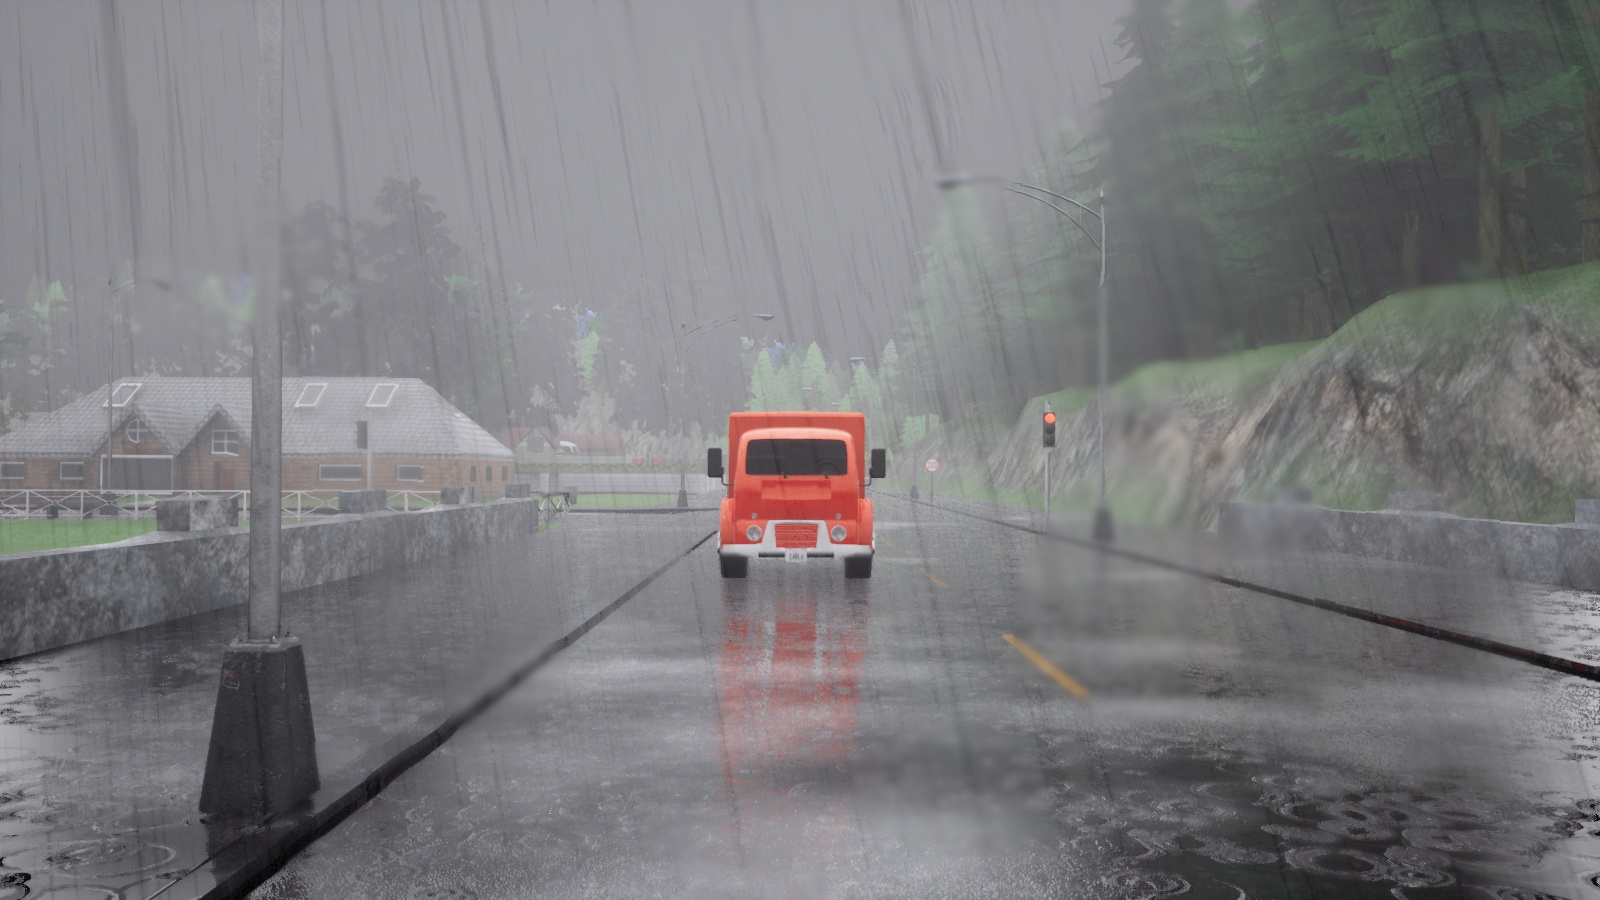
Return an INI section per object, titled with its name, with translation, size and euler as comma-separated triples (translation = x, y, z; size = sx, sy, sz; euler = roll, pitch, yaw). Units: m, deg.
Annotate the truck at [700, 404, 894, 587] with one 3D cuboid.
[truck]
translation = -0.049, 0.657, 19.626
size = 2.627, 2.467, 5.204
euler = 0, -1, 0
